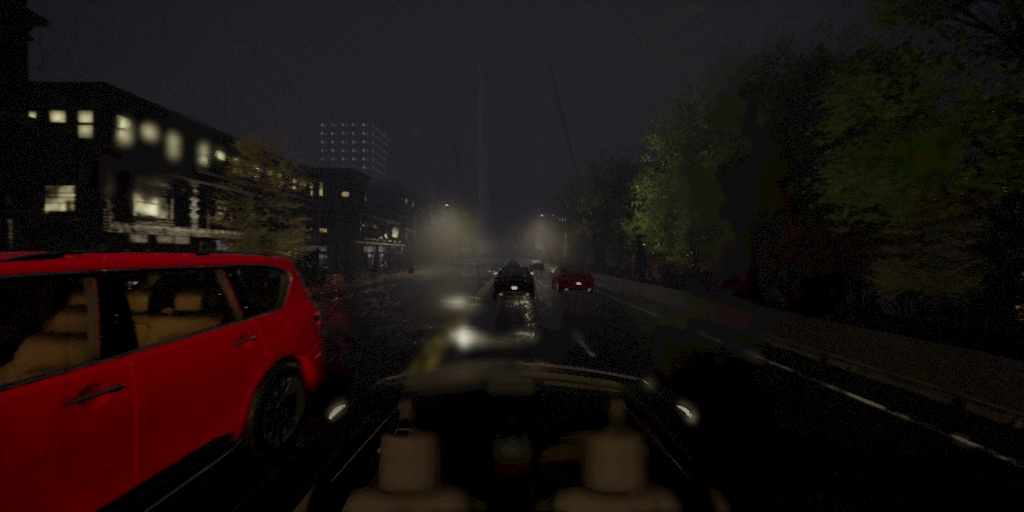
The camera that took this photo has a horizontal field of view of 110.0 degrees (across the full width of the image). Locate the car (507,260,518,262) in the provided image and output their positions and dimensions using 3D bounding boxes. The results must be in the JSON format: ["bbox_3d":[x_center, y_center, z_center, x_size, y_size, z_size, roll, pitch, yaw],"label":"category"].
[{"bbox_3d":[0.085,1.266,49.191,1.837,1.490,4.892,0,0,0],"label":"car"}]

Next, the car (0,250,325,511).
[{"bbox_3d":[-3.350,0.971,2.104,2.150,2.045,5.566,0,0,0],"label":"car"}]

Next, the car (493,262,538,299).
[{"bbox_3d":[0.096,1.234,18.109,1.882,1.535,5.008,0,0,0],"label":"car"}]

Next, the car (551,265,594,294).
[{"bbox_3d":[3.344,1.235,20.500,1.882,1.535,5.008,0,0,0],"label":"car"}]

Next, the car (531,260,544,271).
[{"bbox_3d":[3.335,1.253,49.649,2.128,1.511,4.902,0,0,0],"label":"car"}]
